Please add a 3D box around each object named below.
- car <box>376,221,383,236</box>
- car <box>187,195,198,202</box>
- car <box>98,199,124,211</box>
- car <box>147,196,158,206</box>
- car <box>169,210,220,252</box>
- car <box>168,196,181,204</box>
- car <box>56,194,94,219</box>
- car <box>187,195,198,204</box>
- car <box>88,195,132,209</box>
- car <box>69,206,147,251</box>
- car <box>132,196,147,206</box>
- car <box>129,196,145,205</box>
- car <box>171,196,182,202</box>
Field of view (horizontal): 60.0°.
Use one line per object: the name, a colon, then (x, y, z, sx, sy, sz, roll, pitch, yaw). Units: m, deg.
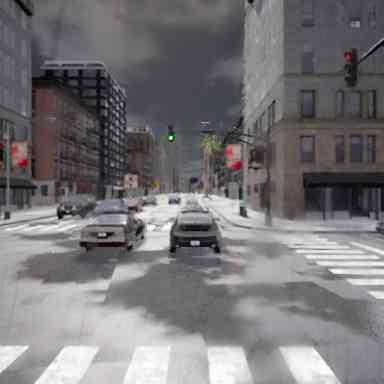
car: (11.316, 1.615, 16.284, 4.206, 1.307, 1.802, 0, 0, 2)
car: (0.080, 1.358, 68.650, 2.033, 1.411, 5.357, 0, 0, 0)
car: (-9.775, 1.544, 40.427, 1.895, 1.301, 4.718, 0, 0, 0)
car: (-6.491, 1.422, 52.231, 1.837, 1.490, 4.892, 0, 0, 1)
car: (0.116, 1.490, 13.780, 1.837, 1.490, 4.892, 0, 0, 0)
car: (-3.180, 1.424, 58.652, 1.812, 1.442, 4.674, 0, 0, 0)
car: (-9.810, 1.186, 28.895, 2.150, 2.045, 5.566, 0, 0, -1)
car: (0.069, 1.424, 58.649, 1.812, 1.442, 4.674, 0, 0, 0)
car: (-6.530, 1.320, 27.117, 2.097, 1.767, 4.553, 0, 0, -1)
car: (-3.132, 1.532, 14.073, 2.033, 1.411, 5.357, 0, 0, 0)
car: (-6.546, 1.429, 36.353, 1.882, 1.535, 5.008, 0, 0, 0)
car: (-9.701, 1.405, 58.916, 1.837, 1.490, 4.892, 0, 0, 1)
car: (-3.170, 1.413, 68.684, 1.895, 1.301, 4.718, 0, 0, 0)
